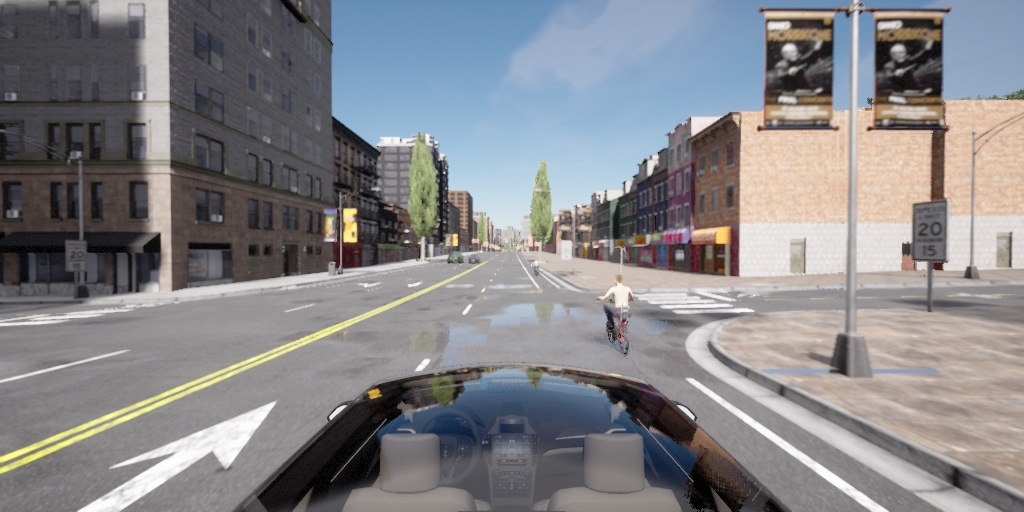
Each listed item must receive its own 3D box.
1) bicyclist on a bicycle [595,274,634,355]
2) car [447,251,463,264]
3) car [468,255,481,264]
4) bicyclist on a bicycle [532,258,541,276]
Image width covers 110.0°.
[{"bbox_3d":[2.271,1.185,7.733,0.866,1.612,1.509,0,0,0],"label":"bicyclist on a bicycle"},{"bbox_3d":[-9.735,0.223,62.030,2.150,2.045,5.566,0,1,0],"label":"car"},{"bbox_3d":[-6.485,0.506,62.066,1.837,1.490,4.892,0,1,0],"label":"car"},{"bbox_3d":[2.241,1.010,33.113,0.866,1.612,1.509,0,1,0],"label":"bicyclist on a bicycle"}]
